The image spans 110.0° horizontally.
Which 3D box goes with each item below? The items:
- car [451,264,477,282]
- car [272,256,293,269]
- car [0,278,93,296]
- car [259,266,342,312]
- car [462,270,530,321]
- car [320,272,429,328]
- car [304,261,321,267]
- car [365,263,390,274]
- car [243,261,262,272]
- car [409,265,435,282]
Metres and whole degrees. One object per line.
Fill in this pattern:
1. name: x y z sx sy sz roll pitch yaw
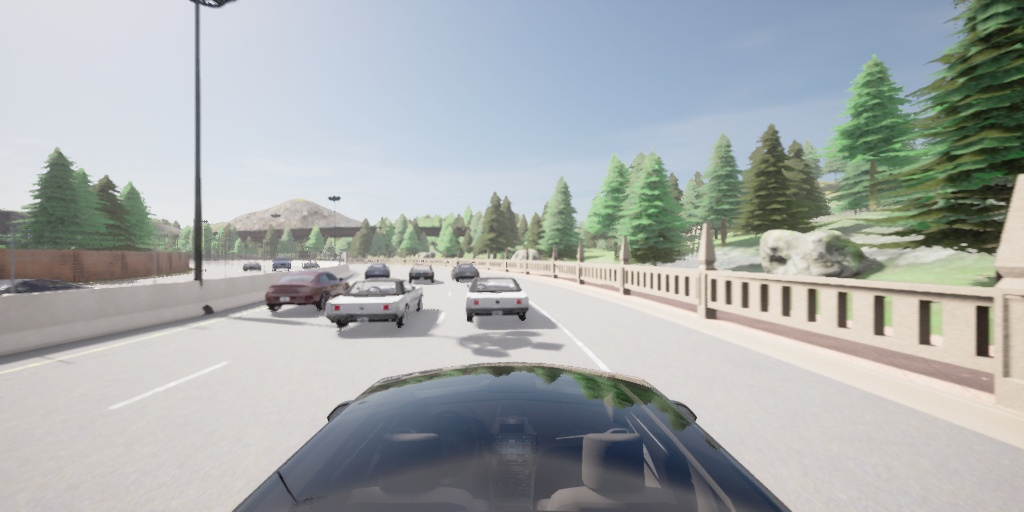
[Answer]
1. car: -3.879 1.316 29.381 1.994 1.385 4.181 0 0 -15
2. car: -31.768 1.066 49.792 2.150 2.045 5.566 0 0 -31
3. car: -14.729 1.365 10.427 1.994 1.385 4.181 0 0 -6
4. car: -7.980 1.300 14.419 1.812 1.442 4.674 0 0 -7
5. car: -0.637 1.349 12.434 1.895 1.301 4.718 0 0 -6
6. car: -4.056 1.362 11.460 1.895 1.301 4.718 0 0 -5
7. car: -27.882 1.395 50.060 1.994 1.385 4.181 0 0 -31
8. car: -11.872 1.345 31.801 1.994 1.385 4.181 0 0 -17
9. car: -35.580 1.424 49.252 1.994 1.385 4.181 0 0 -33
10. car: -7.211 1.366 28.498 1.895 1.301 4.718 0 0 -15
